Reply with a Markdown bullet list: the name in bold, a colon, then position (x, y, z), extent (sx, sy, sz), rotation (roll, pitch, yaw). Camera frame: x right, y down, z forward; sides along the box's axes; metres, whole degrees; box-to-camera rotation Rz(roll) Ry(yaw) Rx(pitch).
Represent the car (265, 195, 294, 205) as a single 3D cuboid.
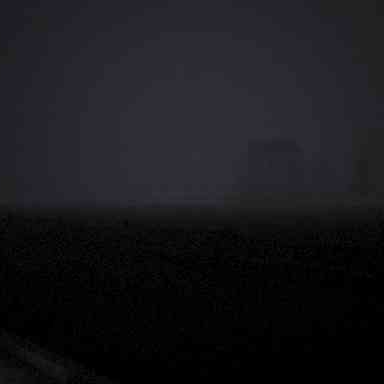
- **car**: position (14.634, 1.447, 55.623), extent (4.605, 1.855, 1.932), rotation (-1, 0, 35)
